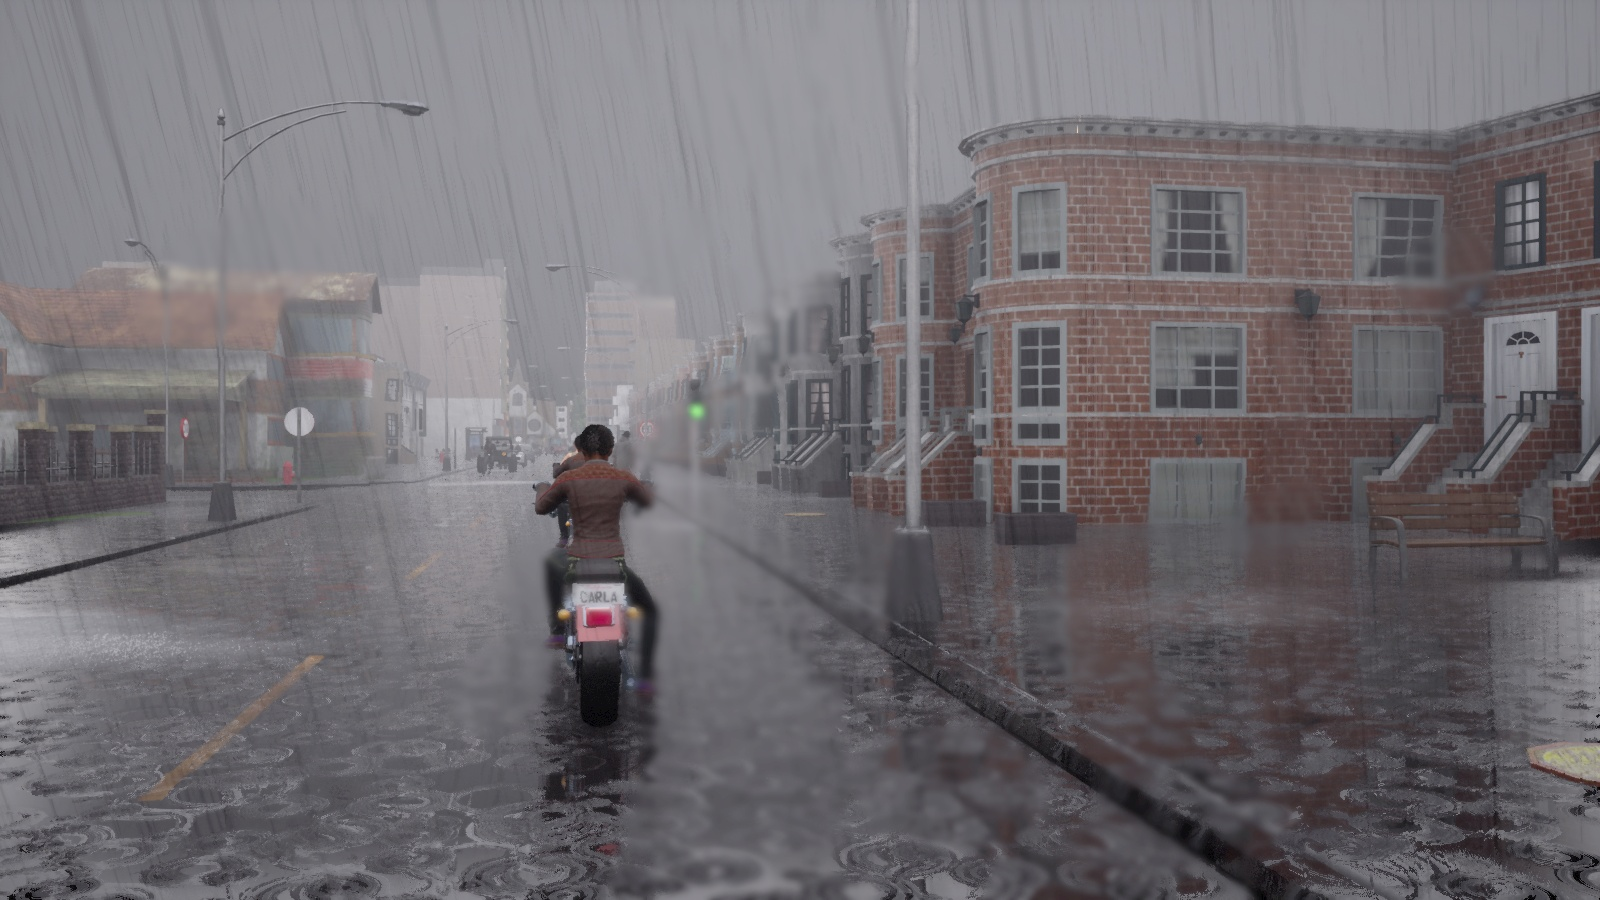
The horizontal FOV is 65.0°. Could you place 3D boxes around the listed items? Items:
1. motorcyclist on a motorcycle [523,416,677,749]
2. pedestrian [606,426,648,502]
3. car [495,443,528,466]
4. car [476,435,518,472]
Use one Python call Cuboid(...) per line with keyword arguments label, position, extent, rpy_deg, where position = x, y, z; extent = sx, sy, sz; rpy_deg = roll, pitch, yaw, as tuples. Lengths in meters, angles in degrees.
Cuboid(label="motorcyclist on a motorcycle", position=(-1.211, 0.656, 7.458), extent=(0.766, 1.649, 2.350), rpy_deg=(0, 0, -10))
Cuboid(label="pedestrian", position=(-4.487, 0.361, 32.594), extent=(0.873, 1.952, 0.659), rpy_deg=(0, 0, -45))
Cuboid(label="car", position=(-18.796, 0.265, 81.942), extent=(1.970, 1.475, 3.806), rpy_deg=(0, 0, -10))
Cuboid(label="car", position=(-15.980, 0.179, 66.370), extent=(1.905, 1.878, 3.866), rpy_deg=(0, 0, -10))
